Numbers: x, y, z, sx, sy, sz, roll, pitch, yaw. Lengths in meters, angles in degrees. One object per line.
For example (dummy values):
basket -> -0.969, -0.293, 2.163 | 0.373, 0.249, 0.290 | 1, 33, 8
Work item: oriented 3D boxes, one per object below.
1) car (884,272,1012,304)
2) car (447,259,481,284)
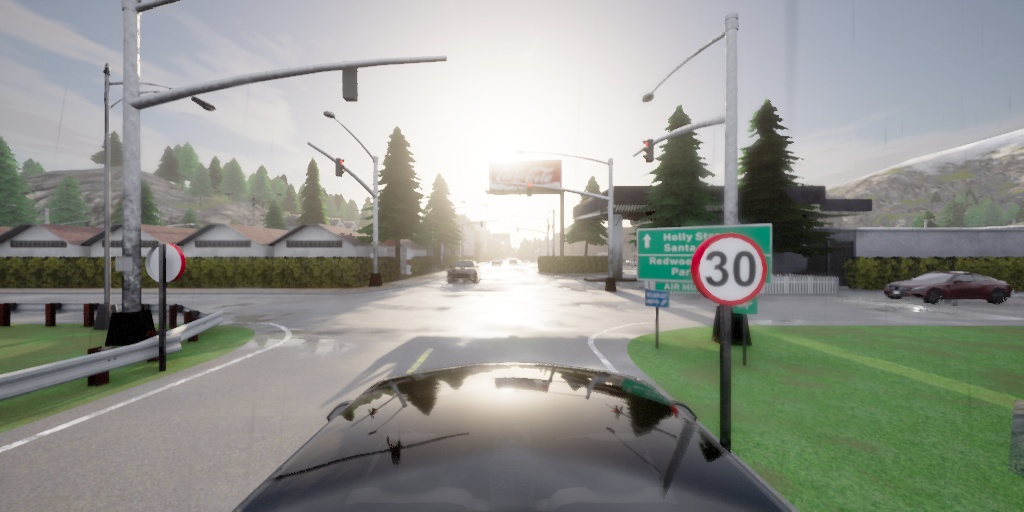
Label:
car -> 20.559, 1.461, 16.986 | 4.674, 1.442, 1.812 | 0, 0, 0
car -> -3.523, 1.092, 26.912 | 2.097, 1.767, 4.553 | 0, 0, 0
